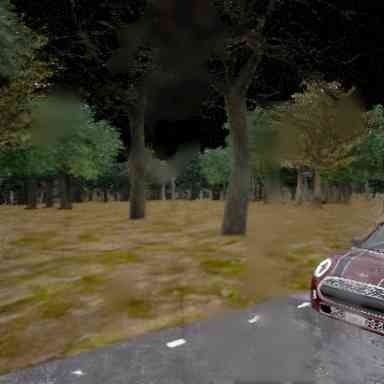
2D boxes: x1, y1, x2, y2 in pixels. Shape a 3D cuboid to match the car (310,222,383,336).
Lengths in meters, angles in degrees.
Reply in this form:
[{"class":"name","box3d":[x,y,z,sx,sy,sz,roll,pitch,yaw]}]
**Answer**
[{"class":"car","box3d":[4.330,1.337,6.334,4.553,1.767,2.097,0,0,-35]}]
